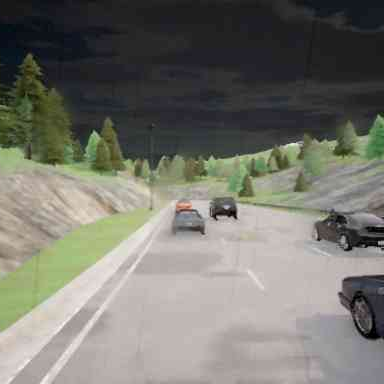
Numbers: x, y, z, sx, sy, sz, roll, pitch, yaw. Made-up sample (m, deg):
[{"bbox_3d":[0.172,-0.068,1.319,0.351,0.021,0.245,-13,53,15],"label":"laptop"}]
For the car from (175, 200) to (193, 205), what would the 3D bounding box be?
[{"bbox_3d":[-0.991,1.735,41.786,2.097,1.767,4.553,0,-1,-2],"label":"car"}]

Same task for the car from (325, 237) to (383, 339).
[{"bbox_3d":[3.592,1.581,3.627,2.033,1.411,5.357,0,-1,0],"label":"car"}]

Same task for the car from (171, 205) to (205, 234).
[{"bbox_3d":[-0.260,1.753,20.550,1.994,1.385,4.181,0,0,-2],"label":"car"}]

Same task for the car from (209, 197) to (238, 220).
[{"bbox_3d":[2.885,1.510,31.321,2.150,2.045,5.566,0,0,-2],"label":"car"}]

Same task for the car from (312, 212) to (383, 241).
[{"bbox_3d":[6.919,1.639,14.649,1.837,1.490,4.892,0,0,-1],"label":"car"}]
